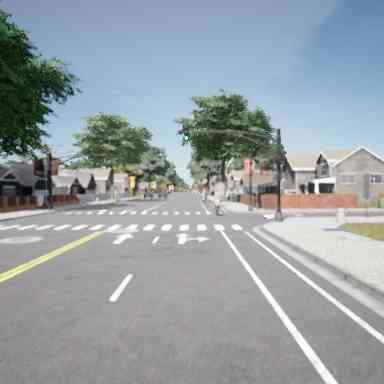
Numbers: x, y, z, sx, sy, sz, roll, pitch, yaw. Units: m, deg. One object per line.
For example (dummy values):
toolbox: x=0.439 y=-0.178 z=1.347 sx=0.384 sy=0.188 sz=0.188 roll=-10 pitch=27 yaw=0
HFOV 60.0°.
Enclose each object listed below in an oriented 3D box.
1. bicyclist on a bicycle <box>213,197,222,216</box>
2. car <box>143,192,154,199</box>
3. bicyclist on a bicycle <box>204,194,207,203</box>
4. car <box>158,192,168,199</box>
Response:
bicyclist on a bicycle: x=2.225 y=1.269 z=29.306 sx=0.866 sy=1.612 sz=1.509 roll=0 pitch=0 yaw=0
car: x=-9.758 y=0.691 z=74.876 sx=2.128 sy=1.511 sz=4.902 roll=0 pitch=0 yaw=0
bicyclist on a bicycle: x=2.244 y=1.137 z=54.083 sx=0.582 sy=1.620 sz=1.656 roll=0 pitch=0 yaw=0
car: x=-6.509 y=0.691 z=74.877 sx=2.128 sy=1.511 sz=4.902 roll=0 pitch=0 yaw=0
